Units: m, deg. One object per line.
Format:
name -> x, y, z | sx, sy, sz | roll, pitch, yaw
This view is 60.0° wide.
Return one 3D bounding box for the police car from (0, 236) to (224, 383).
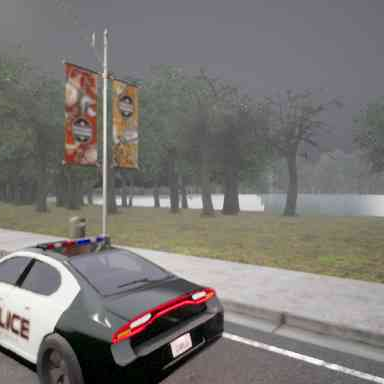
police car -> -2.062, 1.494, 5.083 | 4.974, 1.542, 2.038 | 0, 0, 36
